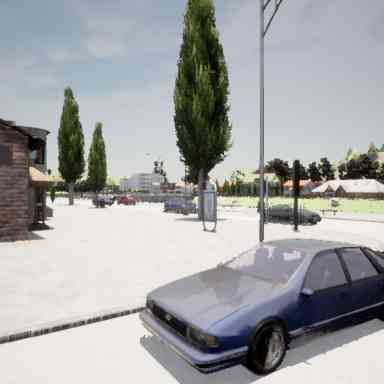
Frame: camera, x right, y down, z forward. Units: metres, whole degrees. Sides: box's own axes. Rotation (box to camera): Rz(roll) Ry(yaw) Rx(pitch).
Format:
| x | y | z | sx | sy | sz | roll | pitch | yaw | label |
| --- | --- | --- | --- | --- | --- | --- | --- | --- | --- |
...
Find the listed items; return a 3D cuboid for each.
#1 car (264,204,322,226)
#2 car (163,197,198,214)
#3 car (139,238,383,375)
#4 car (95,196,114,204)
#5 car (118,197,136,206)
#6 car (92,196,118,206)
| x | y | z | sx | sy | sz | roll | pitch | yaw | label |
| --- | --- | --- | --- | --- | --- | --- | --- | --- | --- |
| 7.014 | 1.564 | 23.681 | 1.994 | 1.385 | 4.181 | 0 | 0 | -36 | car |
| -1.160 | 1.354 | 35.010 | 2.097 | 1.767 | 4.553 | 0 | 0 | -36 | car |
| 1.876 | 1.547 | 5.711 | 5.357 | 1.411 | 2.033 | 0 | 0 | -32 | car |
| -16.897 | 1.478 | 64.089 | 1.882 | 1.535 | 5.008 | 0 | 0 | -36 | car |
| -10.938 | 1.526 | 55.800 | 1.812 | 1.442 | 4.674 | 0 | 0 | -36 | car |
| -14.369 | 1.548 | 53.527 | 2.033 | 1.411 | 5.357 | 0 | 0 | -35 | car |
